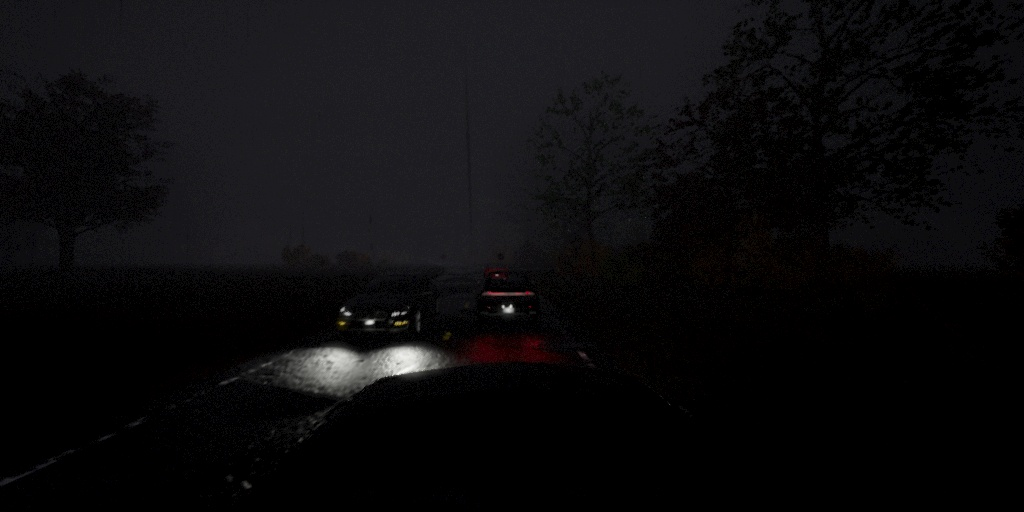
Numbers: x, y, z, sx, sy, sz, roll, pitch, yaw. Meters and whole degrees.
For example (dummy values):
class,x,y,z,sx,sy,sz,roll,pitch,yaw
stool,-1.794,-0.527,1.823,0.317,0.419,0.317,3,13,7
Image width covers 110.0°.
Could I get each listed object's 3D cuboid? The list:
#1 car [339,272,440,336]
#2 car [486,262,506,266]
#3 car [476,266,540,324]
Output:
class,x,y,z,sx,sy,sz,roll,pitch,yaw
car,-3.324,1.263,10.589,1.837,1.490,4.892,0,0,-2
car,-1.310,1.241,28.549,1.882,1.535,5.008,0,0,-5
car,-0.182,1.245,12.033,2.128,1.511,4.902,0,0,-2
